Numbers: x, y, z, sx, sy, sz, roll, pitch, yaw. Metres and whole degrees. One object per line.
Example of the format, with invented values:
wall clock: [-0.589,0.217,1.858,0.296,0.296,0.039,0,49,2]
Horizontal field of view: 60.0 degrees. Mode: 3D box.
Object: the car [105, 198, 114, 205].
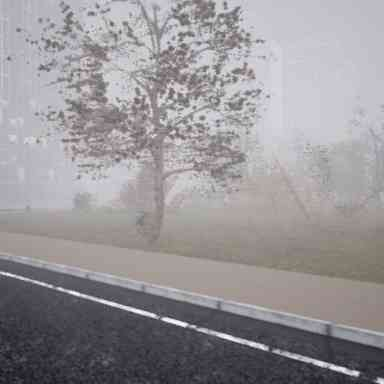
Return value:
car: [-14.278,1.713,63.051,1.837,1.490,4.892,-1,-1,38]
